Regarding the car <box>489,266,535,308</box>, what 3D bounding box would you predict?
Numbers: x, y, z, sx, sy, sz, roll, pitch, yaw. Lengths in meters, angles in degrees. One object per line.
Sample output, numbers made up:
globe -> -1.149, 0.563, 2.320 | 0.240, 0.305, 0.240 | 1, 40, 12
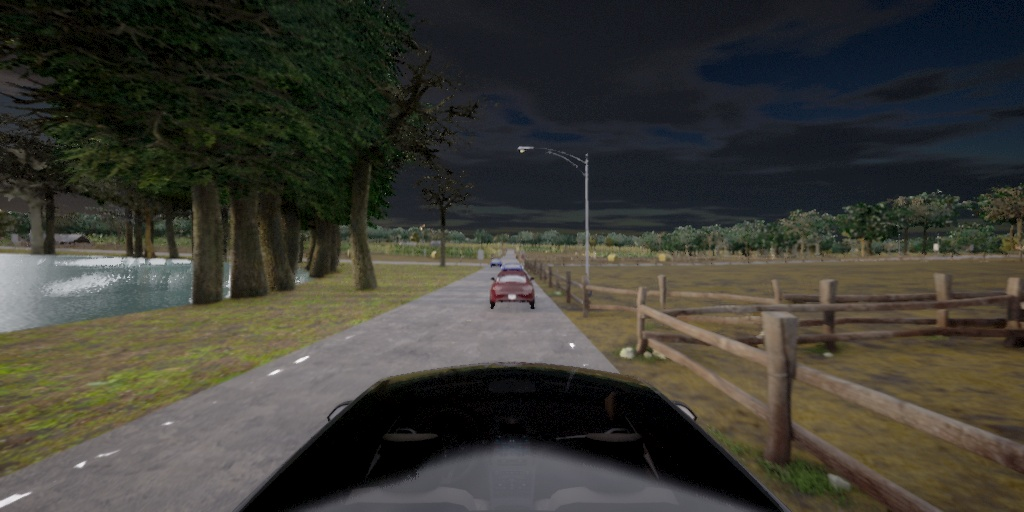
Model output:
car -> 0.026, 1.362, 15.742 | 1.812, 1.442, 4.674 | 0, 0, 1

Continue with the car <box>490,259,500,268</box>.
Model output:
car -> -2.770, 1.235, 62.629 | 1.882, 1.535, 5.008 | 0, 0, 0

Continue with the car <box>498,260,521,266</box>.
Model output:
car -> 0.031, 1.339, 31.073 | 1.882, 1.535, 5.008 | 0, 0, 1
